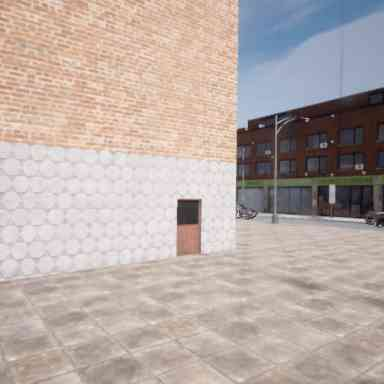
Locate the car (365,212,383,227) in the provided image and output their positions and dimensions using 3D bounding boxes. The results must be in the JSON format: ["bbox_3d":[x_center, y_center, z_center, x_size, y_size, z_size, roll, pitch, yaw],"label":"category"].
[{"bbox_3d":[13.712,1.647,21.489,1.812,1.442,4.674,1,-1,-35],"label":"car"}]

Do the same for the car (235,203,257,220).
[{"bbox_3d":[3.797,1.737,30.366,1.837,1.490,4.892,1,-1,-35],"label":"car"}]
